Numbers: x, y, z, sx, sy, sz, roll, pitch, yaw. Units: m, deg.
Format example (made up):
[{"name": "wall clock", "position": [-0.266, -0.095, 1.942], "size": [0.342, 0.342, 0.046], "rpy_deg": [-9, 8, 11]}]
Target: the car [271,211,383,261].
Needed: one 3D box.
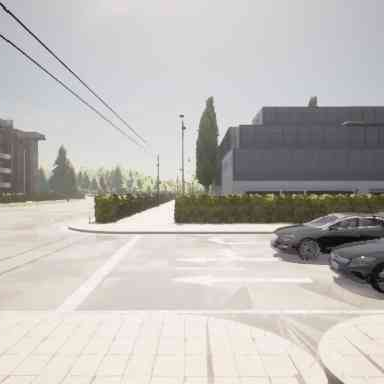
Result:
[{"name": "car", "position": [5.258, 1.491, 11.597], "size": [4.902, 1.511, 2.128], "rpy_deg": [0, 0, 0]}]

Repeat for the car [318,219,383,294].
[{"name": "car", "position": [5.817, 1.526, 8.099], "size": [4.674, 1.442, 1.812], "rpy_deg": [0, 0, 0]}]
